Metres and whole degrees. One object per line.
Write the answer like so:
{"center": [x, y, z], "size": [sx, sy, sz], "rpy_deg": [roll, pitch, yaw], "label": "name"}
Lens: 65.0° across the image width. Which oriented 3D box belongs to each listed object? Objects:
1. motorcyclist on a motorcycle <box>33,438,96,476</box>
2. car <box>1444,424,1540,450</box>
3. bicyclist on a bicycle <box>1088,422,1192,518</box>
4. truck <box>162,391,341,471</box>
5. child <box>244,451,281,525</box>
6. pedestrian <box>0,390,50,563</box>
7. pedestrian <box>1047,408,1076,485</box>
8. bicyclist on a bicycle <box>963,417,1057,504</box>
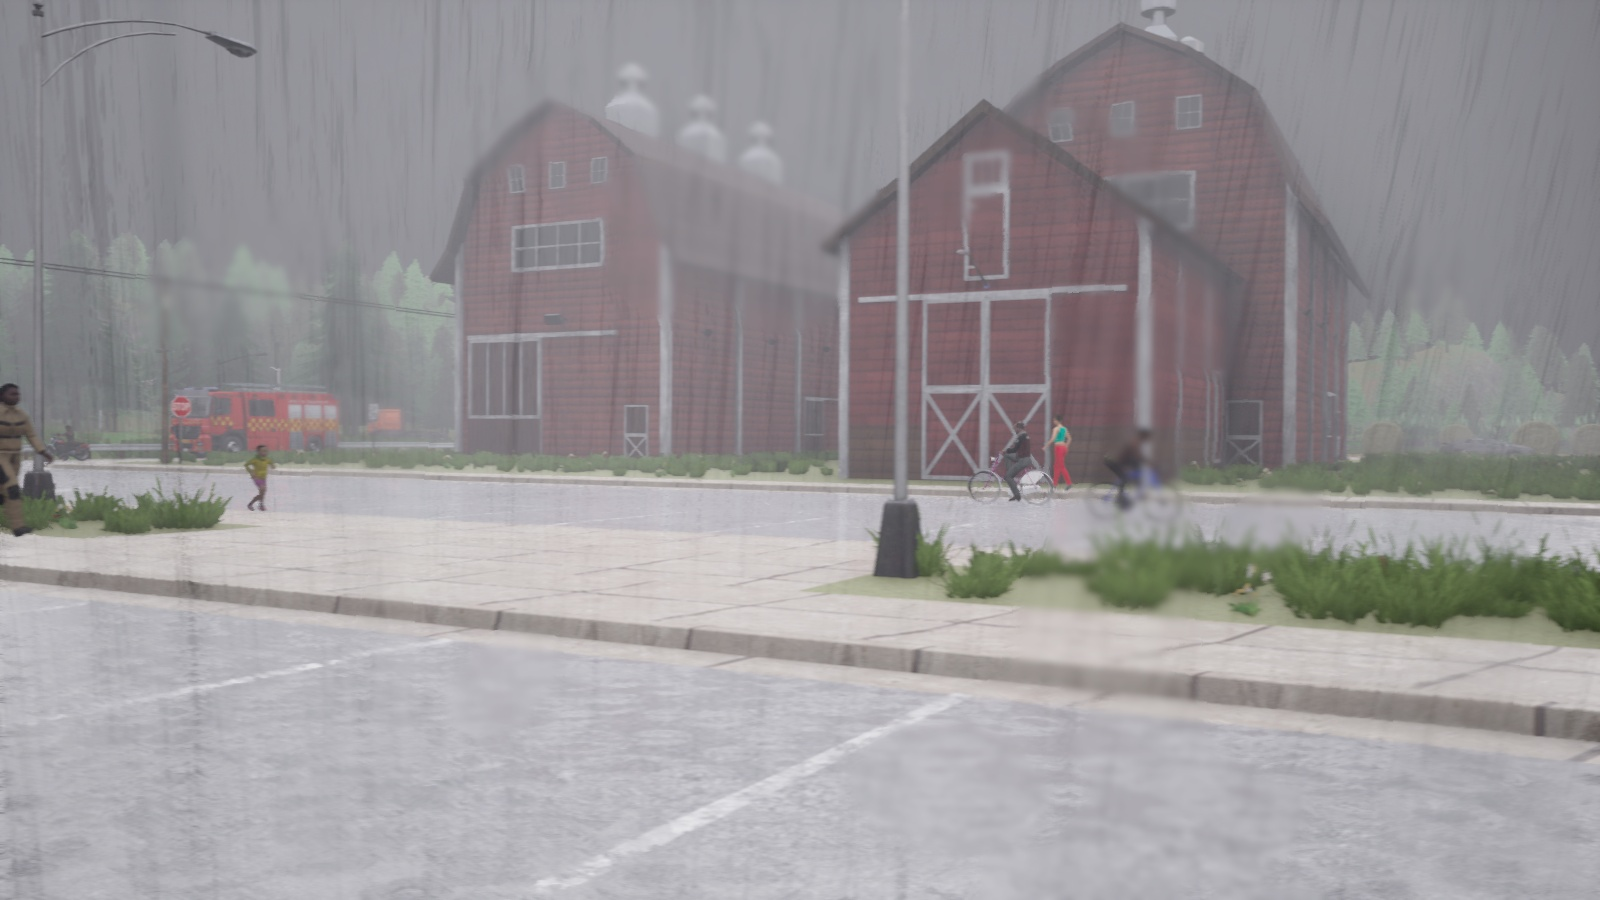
{"center": [-32.858, 0.296, 56.166], "size": [0.766, 1.649, 2.350], "rpy_deg": [0, 1, 28], "label": "motorcyclist on a motorcycle"}
{"center": [40.988, -0.756, 74.535], "size": [4.902, 1.511, 2.128], "rpy_deg": [0, 1, 27], "label": "car"}
{"center": [5.906, 0.334, 21.814], "size": [1.656, 1.620, 0.582], "rpy_deg": [0, 1, 27], "label": "bicyclist on a bicycle"}
{"center": [-28.165, -0.985, 64.990], "size": [2.891, 3.827, 8.468], "rpy_deg": [0, 1, 28], "label": "truck"}
{"center": [-8.581, 0.595, 20.048], "size": [0.473, 1.160, 0.299], "rpy_deg": [0, 1, 27], "label": "child"}
{"center": [-9.002, 0.295, 14.319], "size": [0.692, 1.930, 0.396], "rpy_deg": [0, 1, 21], "label": "pedestrian"}
{"center": [6.346, -0.082, 30.472], "size": [0.594, 1.836, 0.345], "rpy_deg": [0, 1, 45], "label": "pedestrian"}
{"center": [4.429, 0.206, 26.494], "size": [1.843, 1.776, 0.659], "rpy_deg": [0, 1, 27], "label": "bicyclist on a bicycle"}
